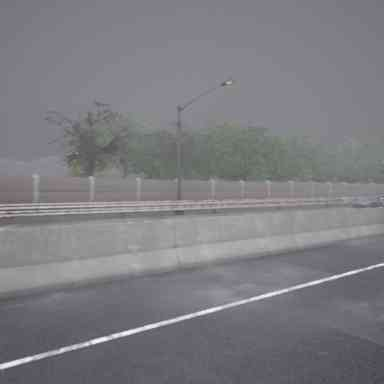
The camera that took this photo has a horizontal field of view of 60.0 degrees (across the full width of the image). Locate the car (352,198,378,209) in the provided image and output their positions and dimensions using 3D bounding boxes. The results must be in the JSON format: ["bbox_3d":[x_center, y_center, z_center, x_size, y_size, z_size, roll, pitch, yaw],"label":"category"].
[{"bbox_3d":[22.034,1.444,41.180,5.357,1.411,2.033,0,0,-35],"label":"car"}]

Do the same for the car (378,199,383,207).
[{"bbox_3d":[24.108,1.444,38.365,5.357,1.411,2.033,0,0,-35],"label":"car"}]
